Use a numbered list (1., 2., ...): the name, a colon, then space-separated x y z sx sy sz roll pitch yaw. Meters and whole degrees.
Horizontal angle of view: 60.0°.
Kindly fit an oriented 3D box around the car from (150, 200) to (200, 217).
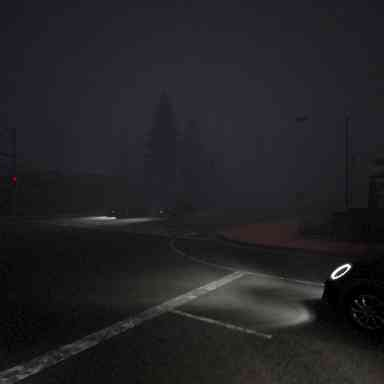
1. car: -1.213 1.478 31.117 2.128 1.511 4.902 0 0 38

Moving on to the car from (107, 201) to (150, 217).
1. car: -5.766 1.548 30.944 1.994 1.385 4.181 0 0 38

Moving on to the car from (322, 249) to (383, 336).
1. car: 4.491 1.356 5.137 4.553 1.767 2.097 0 0 38
